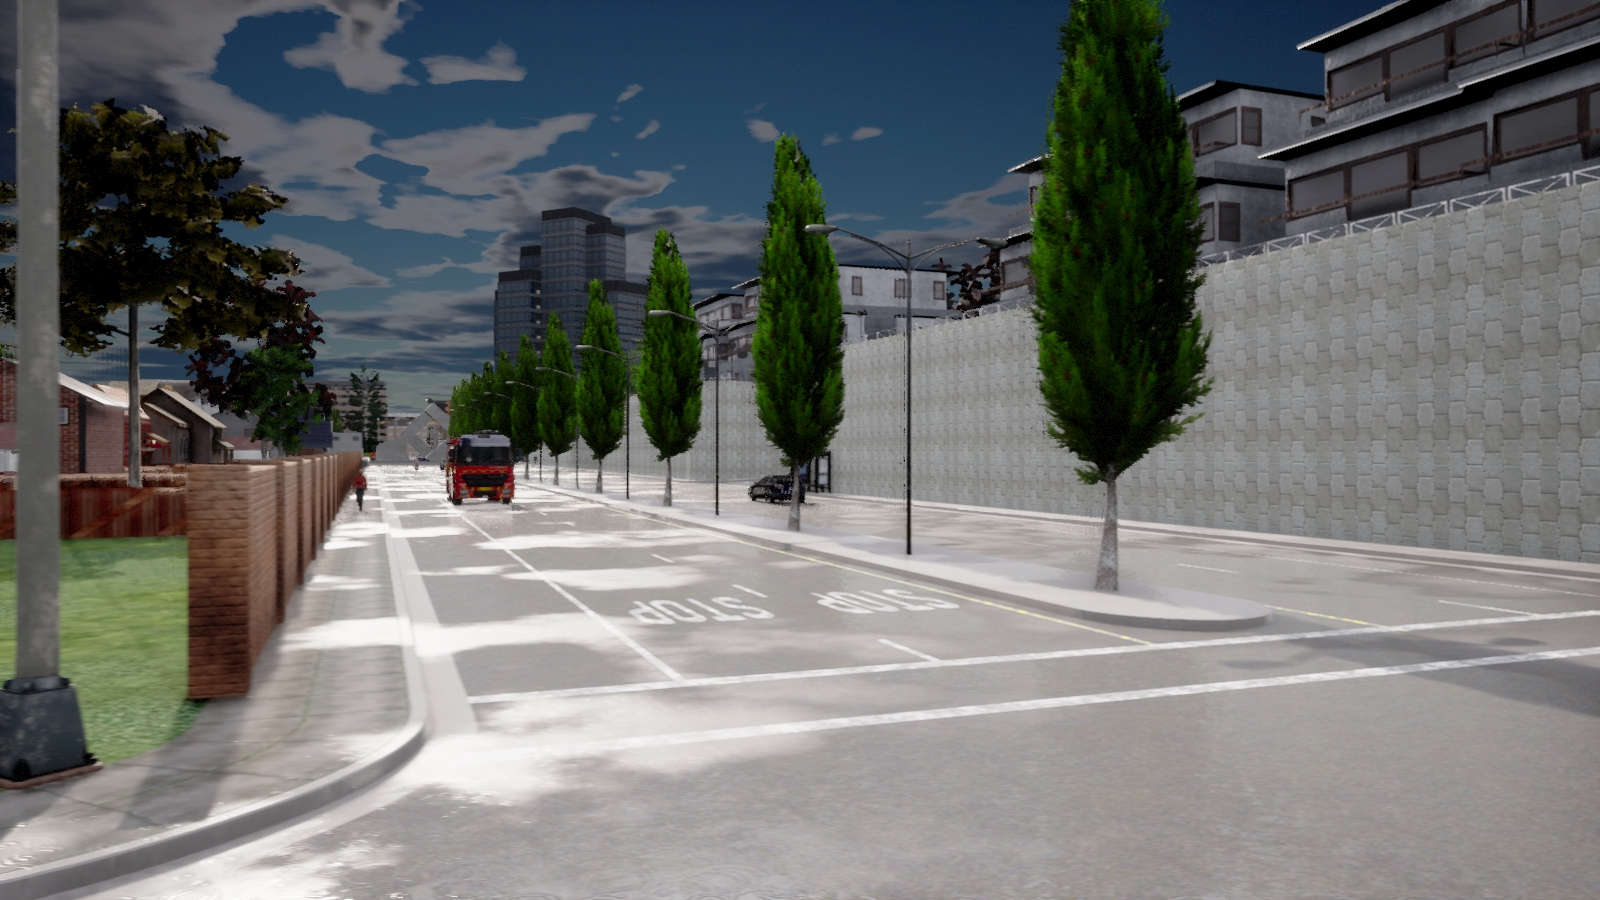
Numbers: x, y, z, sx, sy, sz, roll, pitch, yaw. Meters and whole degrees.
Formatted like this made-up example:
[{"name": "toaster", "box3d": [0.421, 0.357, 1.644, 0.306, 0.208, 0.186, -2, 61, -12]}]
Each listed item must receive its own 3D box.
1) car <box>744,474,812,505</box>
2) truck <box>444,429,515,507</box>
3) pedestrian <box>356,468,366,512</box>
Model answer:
[{"name": "car", "box3d": [-1.222, 2.069, 61.004, 2.163, 1.488, 4.792, 0, 0, -21]}, {"name": "truck", "box3d": [-17.056, 0.892, 60.484, 2.891, 3.827, 8.468, 0, 0, -21]}, {"name": "pedestrian", "box3d": [-18.795, 1.696, 48.913, 0.375, 1.860, 0.375, 0, 0, -21]}]
